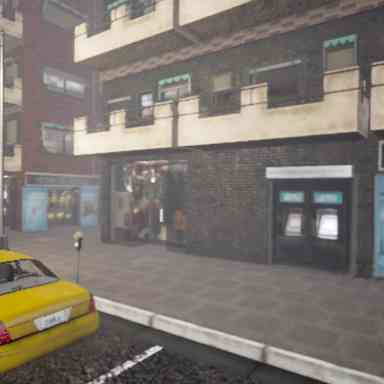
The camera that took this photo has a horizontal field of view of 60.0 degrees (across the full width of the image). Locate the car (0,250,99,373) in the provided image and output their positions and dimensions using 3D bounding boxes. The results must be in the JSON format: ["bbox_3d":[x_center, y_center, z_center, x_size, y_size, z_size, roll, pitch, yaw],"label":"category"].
[{"bbox_3d":[-3.577,1.522,5.413,4.829,1.417,1.752,0,1,35],"label":"car"}]
